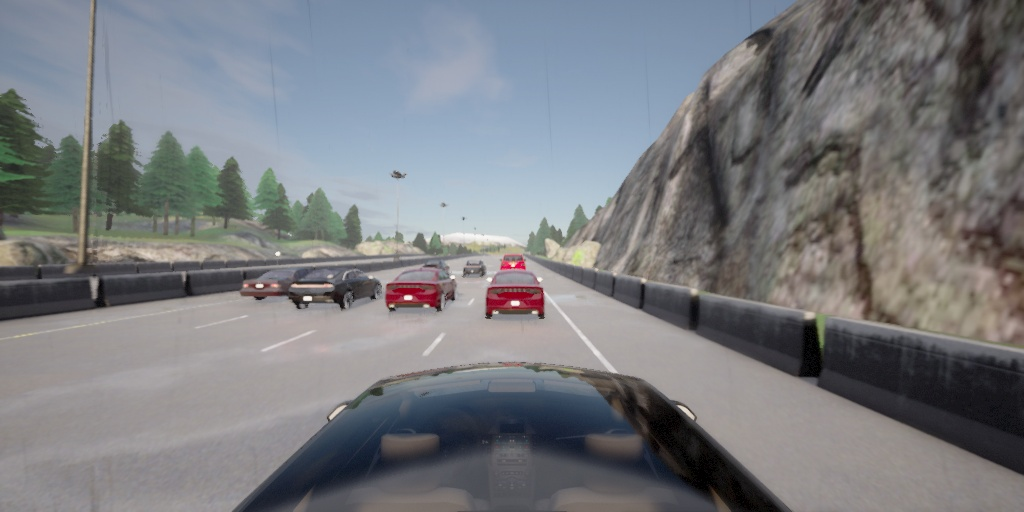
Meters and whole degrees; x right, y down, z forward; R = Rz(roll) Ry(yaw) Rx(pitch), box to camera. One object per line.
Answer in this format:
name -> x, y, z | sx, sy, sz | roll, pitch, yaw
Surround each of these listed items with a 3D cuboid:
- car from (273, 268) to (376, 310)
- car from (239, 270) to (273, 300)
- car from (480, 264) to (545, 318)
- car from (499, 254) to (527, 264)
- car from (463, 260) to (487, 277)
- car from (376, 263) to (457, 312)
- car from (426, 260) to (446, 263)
car -> -6.904, 1.221, 14.535 | 2.128, 1.511, 4.902 | 0, 0, 0
car -> -10.405, 1.265, 17.290 | 2.033, 1.411, 5.357 | 0, 0, 0
car -> 0.097, 1.212, 12.929 | 1.882, 1.535, 5.008 | 0, 0, 0
car -> 0.091, 0.834, 31.413 | 2.150, 2.045, 5.566 | 0, 1, 0
car -> -3.410, 1.085, 33.235 | 2.128, 1.511, 4.902 | 0, 1, 0
car -> -3.404, 1.208, 14.215 | 1.882, 1.535, 5.008 | 0, 0, 0
car -> -6.910, 1.102, 32.899 | 1.837, 1.490, 4.892 | 0, 1, 0
